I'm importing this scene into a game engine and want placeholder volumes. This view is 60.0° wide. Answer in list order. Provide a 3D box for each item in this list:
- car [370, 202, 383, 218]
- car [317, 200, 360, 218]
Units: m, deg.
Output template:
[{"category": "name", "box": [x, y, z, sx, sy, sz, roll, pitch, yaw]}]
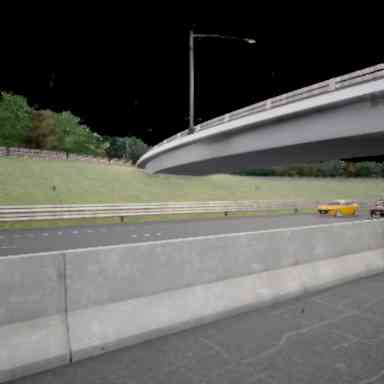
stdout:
[{"category": "car", "box": [17.812, 1.530, 29.705, 5.008, 1.535, 1.882, 0, 0, -36]}, {"category": "car", "box": [13.685, 1.517, 31.042, 5.008, 1.535, 1.882, 0, 0, -36]}]
